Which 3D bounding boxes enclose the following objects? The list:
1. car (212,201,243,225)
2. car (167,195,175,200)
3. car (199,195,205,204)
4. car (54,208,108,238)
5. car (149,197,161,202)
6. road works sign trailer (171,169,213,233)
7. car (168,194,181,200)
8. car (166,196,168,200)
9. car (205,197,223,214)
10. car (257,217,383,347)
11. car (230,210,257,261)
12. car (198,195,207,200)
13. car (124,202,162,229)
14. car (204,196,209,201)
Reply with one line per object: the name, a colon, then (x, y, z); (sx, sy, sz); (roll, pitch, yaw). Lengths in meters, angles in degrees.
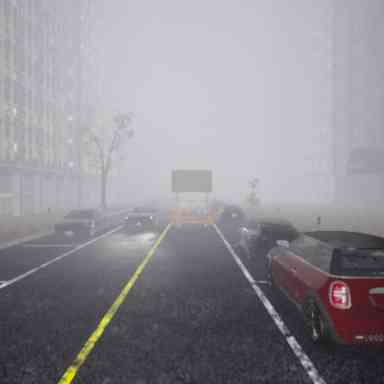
car: (2.687, 1.525, 23.249); (1.947, 1.339, 4.313); (-1, 0, 0)
car: (-5.678, 1.402, 90.943); (1.802, 1.307, 4.206); (-1, 0, 0)
car: (2.696, 1.427, 62.748); (1.887, 1.381, 4.507); (-1, 0, 0)
car: (-5.696, 1.535, 17.605); (1.947, 1.339, 4.313); (-1, 0, 0)
car: (-5.687, 1.456, 51.453); (2.008, 1.369, 4.403); (-1, 0, 0)
road works sign trailer: (0.005, 0.430, 19.511); (2.380, 3.560, 2.880); (0, 0, 0)
car: (-2.987, 1.077, 62.935); (1.882, 1.535, 5.008); (0, 0, 0)
car: (-5.680, 1.359, 85.132); (1.752, 1.417, 4.829); (-1, 0, 0)
car: (2.689, 1.483, 34.534); (1.887, 1.381, 4.507); (-1, 0, 0)
car: (2.682, 1.429, 6.320); (1.967, 1.590, 4.097); (-1, 0, 0)
car: (2.684, 1.545, 11.962); (1.947, 1.339, 4.313); (-1, 0, 0)
car: (2.701, 1.384, 85.318); (2.008, 1.369, 4.403); (-1, 0, 0)
car: (-3.096, 1.563, 21.573); (1.895, 1.301, 4.718); (0, 0, 0)
car: (2.691, 1.452, 40.346); (1.752, 1.417, 4.829); (-1, 0, 0)
